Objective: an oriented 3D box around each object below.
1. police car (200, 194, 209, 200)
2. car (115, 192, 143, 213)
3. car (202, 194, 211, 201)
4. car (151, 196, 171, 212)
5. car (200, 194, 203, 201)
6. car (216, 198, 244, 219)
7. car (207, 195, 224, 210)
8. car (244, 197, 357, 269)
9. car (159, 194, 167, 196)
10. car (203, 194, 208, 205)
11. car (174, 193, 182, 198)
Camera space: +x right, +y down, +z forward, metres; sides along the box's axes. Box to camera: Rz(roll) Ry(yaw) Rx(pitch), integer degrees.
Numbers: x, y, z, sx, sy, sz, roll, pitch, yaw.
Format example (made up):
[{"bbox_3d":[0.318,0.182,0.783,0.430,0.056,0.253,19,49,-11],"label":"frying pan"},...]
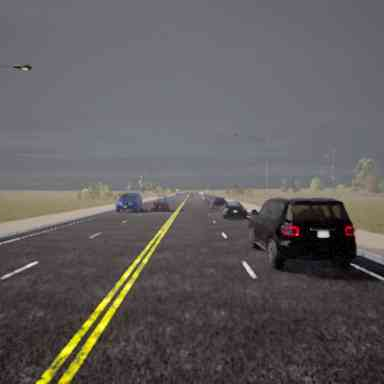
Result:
[{"bbox_3d":[3.233,1.184,84.767,2.038,1.542,4.974,0,0,0],"label":"police car"},{"bbox_3d":[-6.603,1.088,35.601,2.150,2.045,5.566,0,1,0],"label":"car"},{"bbox_3d":[3.235,1.181,73.957,1.801,1.575,5.366,0,0,0],"label":"car"},{"bbox_3d":[-3.349,1.430,36.545,1.994,1.385,4.181,0,0,0],"label":"car"},{"bbox_3d":[3.238,1.272,62.797,2.163,1.488,4.792,0,0,0],"label":"car"},{"bbox_3d":[3.348,1.463,27.720,1.994,1.385,4.181,0,0,0],"label":"car"},{"bbox_3d":[3.242,1.355,40.768,1.837,1.490,4.892,0,0,0],"label":"car"},{"bbox_3d":[3.347,1.179,11.153,2.150,2.045,5.566,0,0,0],"label":"car"},{"bbox_3d":[-6.515,1.139,75.969,2.128,1.511,4.902,0,0,0],"label":"car"},{"bbox_3d":[3.240,1.313,51.797,2.163,1.488,4.792,0,0,0],"label":"car"},{"bbox_3d":[-3.265,0.932,79.018,1.812,1.442,4.674,0,0,0],"label":"car"}]
